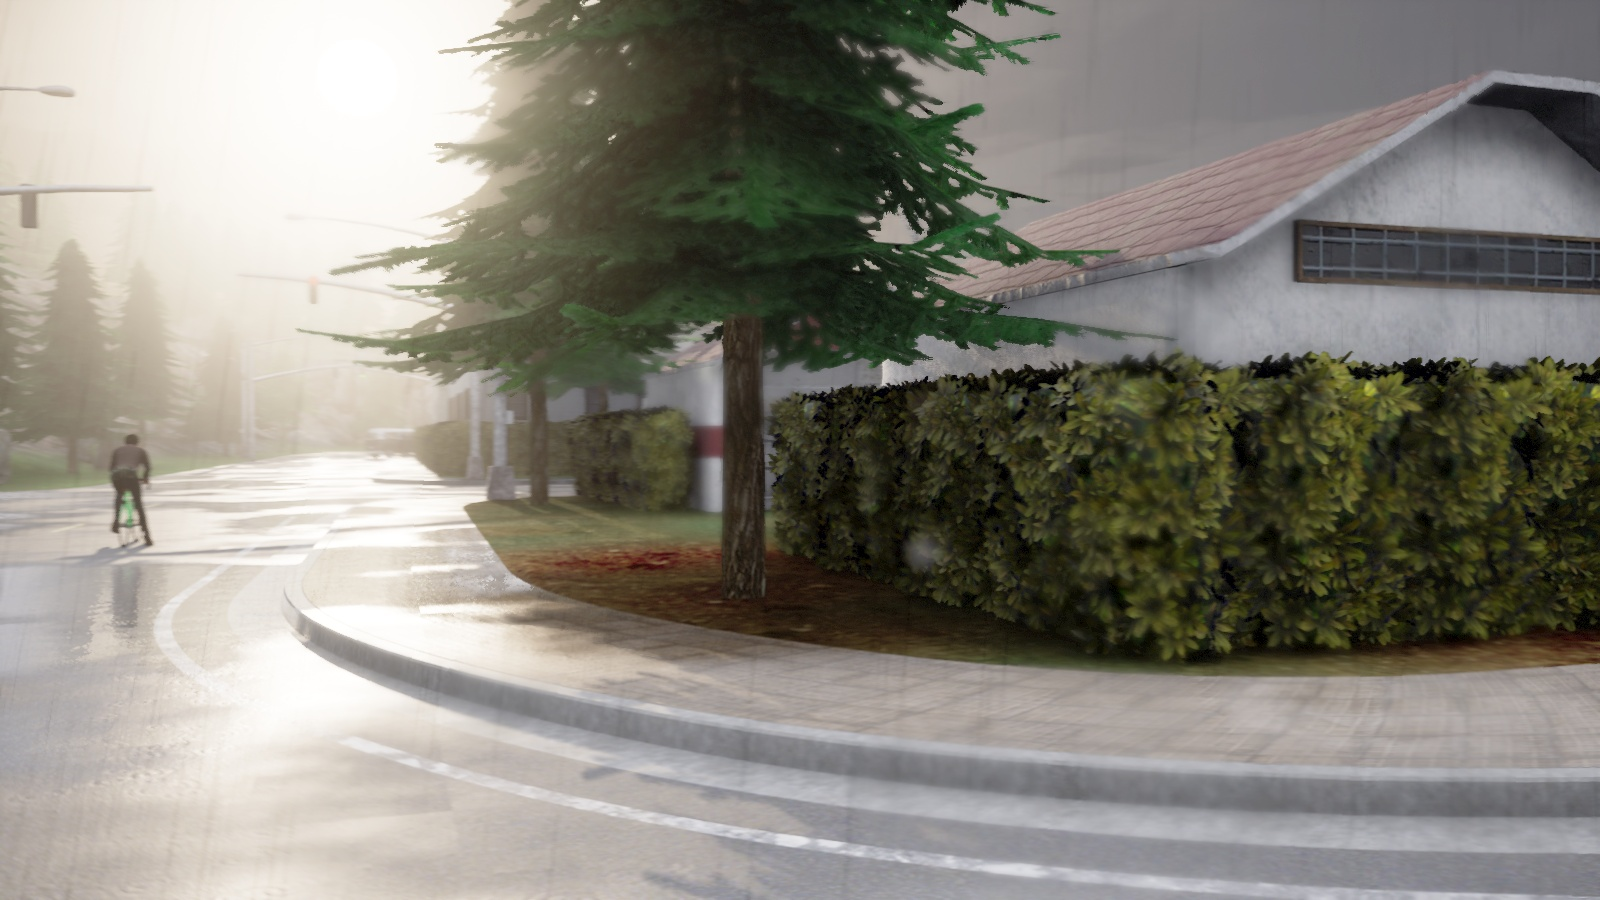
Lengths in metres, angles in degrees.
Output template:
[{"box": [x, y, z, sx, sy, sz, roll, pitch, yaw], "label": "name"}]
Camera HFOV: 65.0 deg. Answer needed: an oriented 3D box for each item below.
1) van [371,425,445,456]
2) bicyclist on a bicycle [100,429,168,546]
[{"box": [-26.635, -0.613, 85.434, 2.069, 2.038, 4.480, -1, 0, 36], "label": "van"}, {"box": [-9.708, 0.514, 18.357, 0.582, 1.620, 1.656, 0, 0, -17], "label": "bicyclist on a bicycle"}]
